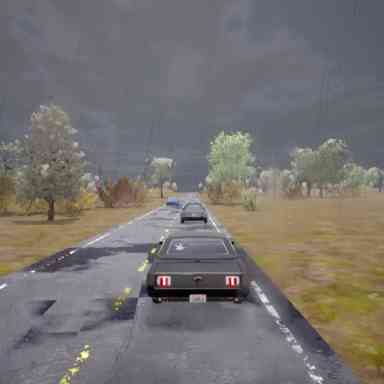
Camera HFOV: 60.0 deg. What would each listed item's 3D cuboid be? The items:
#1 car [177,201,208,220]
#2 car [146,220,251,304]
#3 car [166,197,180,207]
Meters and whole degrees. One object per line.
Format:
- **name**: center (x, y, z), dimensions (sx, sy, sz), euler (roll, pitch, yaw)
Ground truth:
- **car**: center (0.153, 1.560, 25.323), dimensions (1.994, 1.385, 4.181), euler (0, 0, 0)
- **car**: center (0.116, 1.602, 8.114), dimensions (1.895, 1.301, 4.718), euler (0, 0, 0)
- **car**: center (-2.932, 1.456, 51.083), dimensions (1.882, 1.535, 5.008), euler (0, 0, 1)
